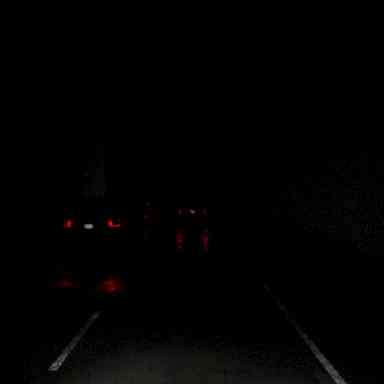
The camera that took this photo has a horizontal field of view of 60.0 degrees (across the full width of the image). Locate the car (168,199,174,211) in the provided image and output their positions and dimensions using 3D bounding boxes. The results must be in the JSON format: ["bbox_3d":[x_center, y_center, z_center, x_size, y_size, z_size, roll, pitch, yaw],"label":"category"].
[{"bbox_3d":[-1.854,1.550,41.789,2.033,1.411,5.357,0,0,-11],"label":"car"}]

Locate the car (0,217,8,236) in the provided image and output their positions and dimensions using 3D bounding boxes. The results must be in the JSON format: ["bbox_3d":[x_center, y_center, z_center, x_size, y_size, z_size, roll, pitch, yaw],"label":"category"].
[{"bbox_3d":[-10.646,1.566,15.778,1.994,1.385,4.181,0,0,0],"label":"car"}]

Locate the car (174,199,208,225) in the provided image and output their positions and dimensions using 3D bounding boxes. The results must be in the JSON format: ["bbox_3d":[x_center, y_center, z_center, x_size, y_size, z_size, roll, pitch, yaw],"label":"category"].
[{"bbox_3d":[-0.003,1.353,23.897,2.097,1.767,4.553,0,0,-1],"label":"car"}]

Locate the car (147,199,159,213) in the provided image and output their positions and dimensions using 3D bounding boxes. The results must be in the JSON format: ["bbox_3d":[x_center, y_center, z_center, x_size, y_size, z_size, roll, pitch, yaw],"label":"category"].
[{"bbox_3d":[-4.708,1.494,37.528,2.128,1.511,4.902,0,0,-9],"label":"car"}]

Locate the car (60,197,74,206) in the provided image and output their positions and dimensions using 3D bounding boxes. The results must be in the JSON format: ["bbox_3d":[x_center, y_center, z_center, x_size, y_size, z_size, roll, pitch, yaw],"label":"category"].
[{"bbox_3d":[-21.592,1.568,57.210,1.994,1.385,4.181,0,0,-24],"label":"car"}]

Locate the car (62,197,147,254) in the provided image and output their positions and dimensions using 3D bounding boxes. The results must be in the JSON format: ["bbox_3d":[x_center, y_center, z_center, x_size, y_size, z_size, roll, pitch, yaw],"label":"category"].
[{"bbox_3d":[-3.413,1.222,13.670,2.150,2.045,5.566,0,0,0],"label":"car"}]
